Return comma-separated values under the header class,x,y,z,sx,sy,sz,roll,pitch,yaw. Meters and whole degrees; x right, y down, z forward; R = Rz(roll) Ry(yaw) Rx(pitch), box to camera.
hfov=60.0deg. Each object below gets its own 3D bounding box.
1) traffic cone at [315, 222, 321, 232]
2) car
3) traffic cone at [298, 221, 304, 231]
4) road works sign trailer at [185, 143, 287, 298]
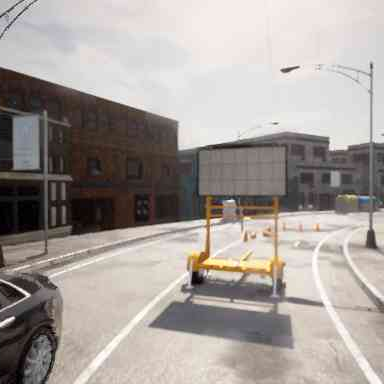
class,x,y,z,sx,sy,sz,roll,pitch,yaw
traffic cone,7.704,2.121,20.356,0.340,0.580,0.340,0,0,23
car,-2.825,1.529,2.515,1.837,1.490,4.892,-1,0,8
traffic cone,6.784,2.115,20.747,0.340,0.580,0.340,0,0,23
road works sign trailer,1.354,0.530,8.955,2.380,3.560,2.880,0,0,20
